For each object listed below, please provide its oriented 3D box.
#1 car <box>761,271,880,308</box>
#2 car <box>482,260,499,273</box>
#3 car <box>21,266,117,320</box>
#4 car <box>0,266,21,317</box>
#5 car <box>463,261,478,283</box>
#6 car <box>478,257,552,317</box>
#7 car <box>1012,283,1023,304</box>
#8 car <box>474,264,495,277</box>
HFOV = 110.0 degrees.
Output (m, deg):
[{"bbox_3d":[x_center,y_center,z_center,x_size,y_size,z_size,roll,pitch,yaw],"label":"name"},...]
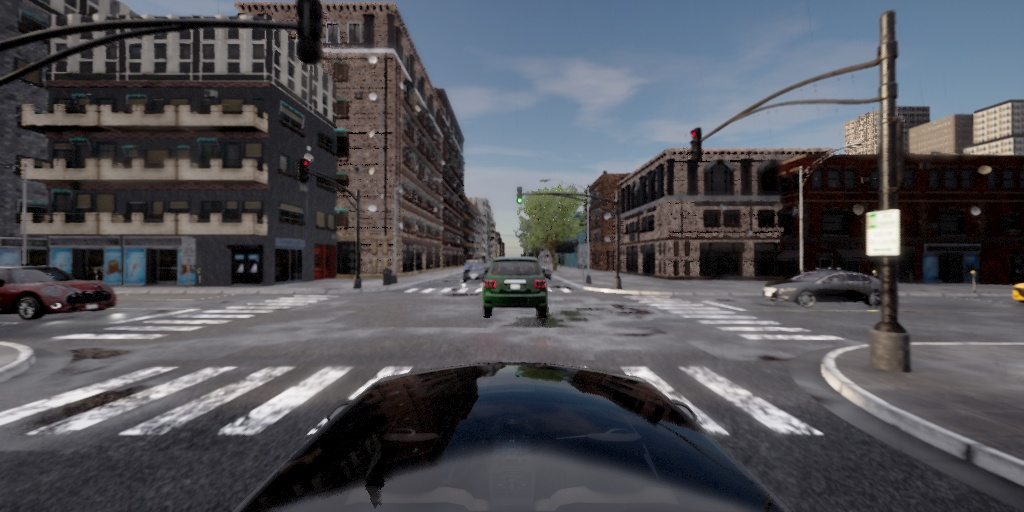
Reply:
[{"bbox_3d":[13.628,1.406,15.642,4.902,1.511,2.128,0,0,0],"label":"car"},{"bbox_3d":[-3.054,1.504,51.430,2.097,1.767,4.553,0,-1,1],"label":"car"},{"bbox_3d":[-16.470,1.125,12.196,4.553,1.767,2.097,0,0,1],"label":"car"},{"bbox_3d":[-17.273,1.068,9.627,5.009,1.841,2.192,0,0,0],"label":"car"},{"bbox_3d":[-3.081,1.469,31.103,2.128,1.511,4.902,0,0,0],"label":"car"},{"bbox_3d":[0.105,1.058,13.719,2.150,2.045,5.566,0,0,0],"label":"car"},{"bbox_3d":[25.233,1.444,15.710,5.008,1.535,1.882,0,0,-1],"label":"car"},{"bbox_3d":[-3.068,1.612,41.370,2.033,1.411,5.357,0,0,0],"label":"car"}]
